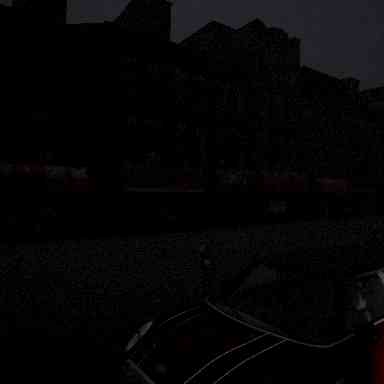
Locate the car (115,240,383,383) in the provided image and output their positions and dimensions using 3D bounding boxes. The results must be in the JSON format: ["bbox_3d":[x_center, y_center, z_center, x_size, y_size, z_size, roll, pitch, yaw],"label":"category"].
[{"bbox_3d":[1.237,1.440,3.681,4.097,1.590,1.967,0,1,-35],"label":"car"}]
